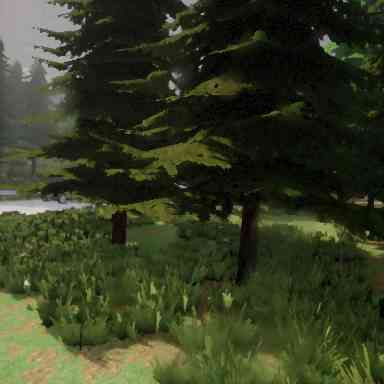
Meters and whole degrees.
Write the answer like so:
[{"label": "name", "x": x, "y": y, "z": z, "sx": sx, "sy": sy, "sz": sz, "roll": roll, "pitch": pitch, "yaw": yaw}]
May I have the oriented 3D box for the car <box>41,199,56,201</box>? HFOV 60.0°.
[{"label": "car", "x": -9.896, "y": 0.050, "z": 26.706, "sx": 1.837, "sy": 1.490, "sz": 4.892, "roll": 5, "pitch": 3, "yaw": 24}]
